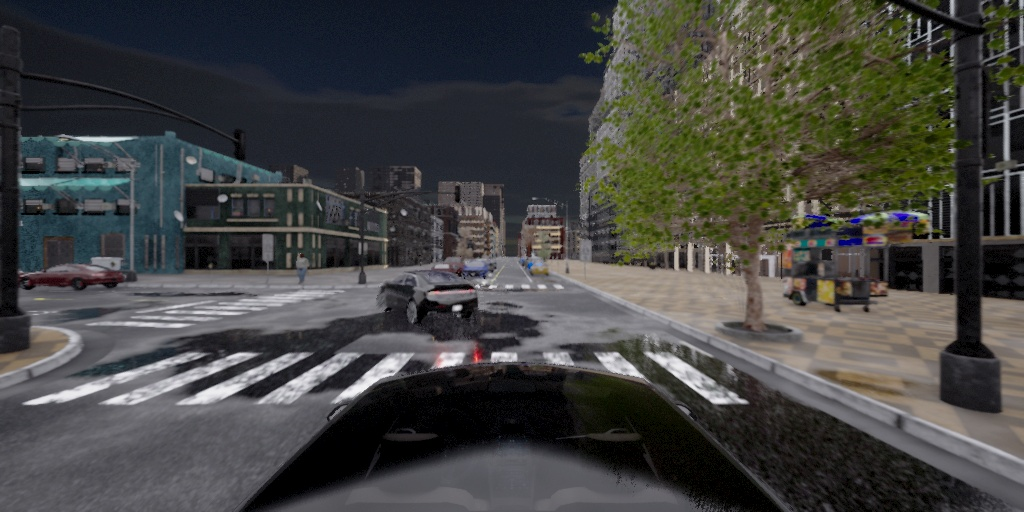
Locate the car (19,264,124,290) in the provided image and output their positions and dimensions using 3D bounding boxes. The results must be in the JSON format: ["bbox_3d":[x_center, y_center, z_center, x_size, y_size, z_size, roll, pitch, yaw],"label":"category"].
[{"bbox_3d":[-22.826,1.053,18.657,4.207,1.307,1.802,0,0,-1],"label":"car"}]

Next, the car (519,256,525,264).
[{"bbox_3d":[2.674,1.199,63.059,1.948,1.339,4.313,0,0,0],"label":"car"}]

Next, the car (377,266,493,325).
[{"bbox_3d":[-2.951,1.221,11.881,2.128,1.511,4.902,1,0,-36],"label":"car"}]

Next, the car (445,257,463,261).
[{"bbox_3d":[-5.700,0.999,35.299,2.192,1.841,5.009,0,0,0],"label":"car"}]

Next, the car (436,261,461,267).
[{"bbox_3d":[-5.698,1.277,29.748,1.802,1.307,4.207,0,0,0],"label":"car"}]

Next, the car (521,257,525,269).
[{"bbox_3d":[2.676,1.205,51.957,2.007,1.370,4.403,0,0,0],"label":"car"}]

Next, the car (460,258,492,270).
[{"bbox_3d":[-3.109,1.170,31.421,1.882,1.535,5.008,0,0,0],"label":"car"}]

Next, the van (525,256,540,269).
[{"bbox_3d":[2.680,1.016,40.855,1.690,1.789,3.998,0,0,0],"label":"van"}]

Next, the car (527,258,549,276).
[{"bbox_3d":[2.681,1.211,35.474,1.751,1.417,4.829,0,0,0],"label":"car"}]

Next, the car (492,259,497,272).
[{"bbox_3d":[-3.091,1.238,41.272,1.994,1.385,4.181,0,0,1],"label":"car"}]

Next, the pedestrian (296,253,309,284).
[{"bbox_3d":[-12.755,0.747,21.749,0.375,1.860,0.375,0,-1,-1],"label":"pedestrian"}]
